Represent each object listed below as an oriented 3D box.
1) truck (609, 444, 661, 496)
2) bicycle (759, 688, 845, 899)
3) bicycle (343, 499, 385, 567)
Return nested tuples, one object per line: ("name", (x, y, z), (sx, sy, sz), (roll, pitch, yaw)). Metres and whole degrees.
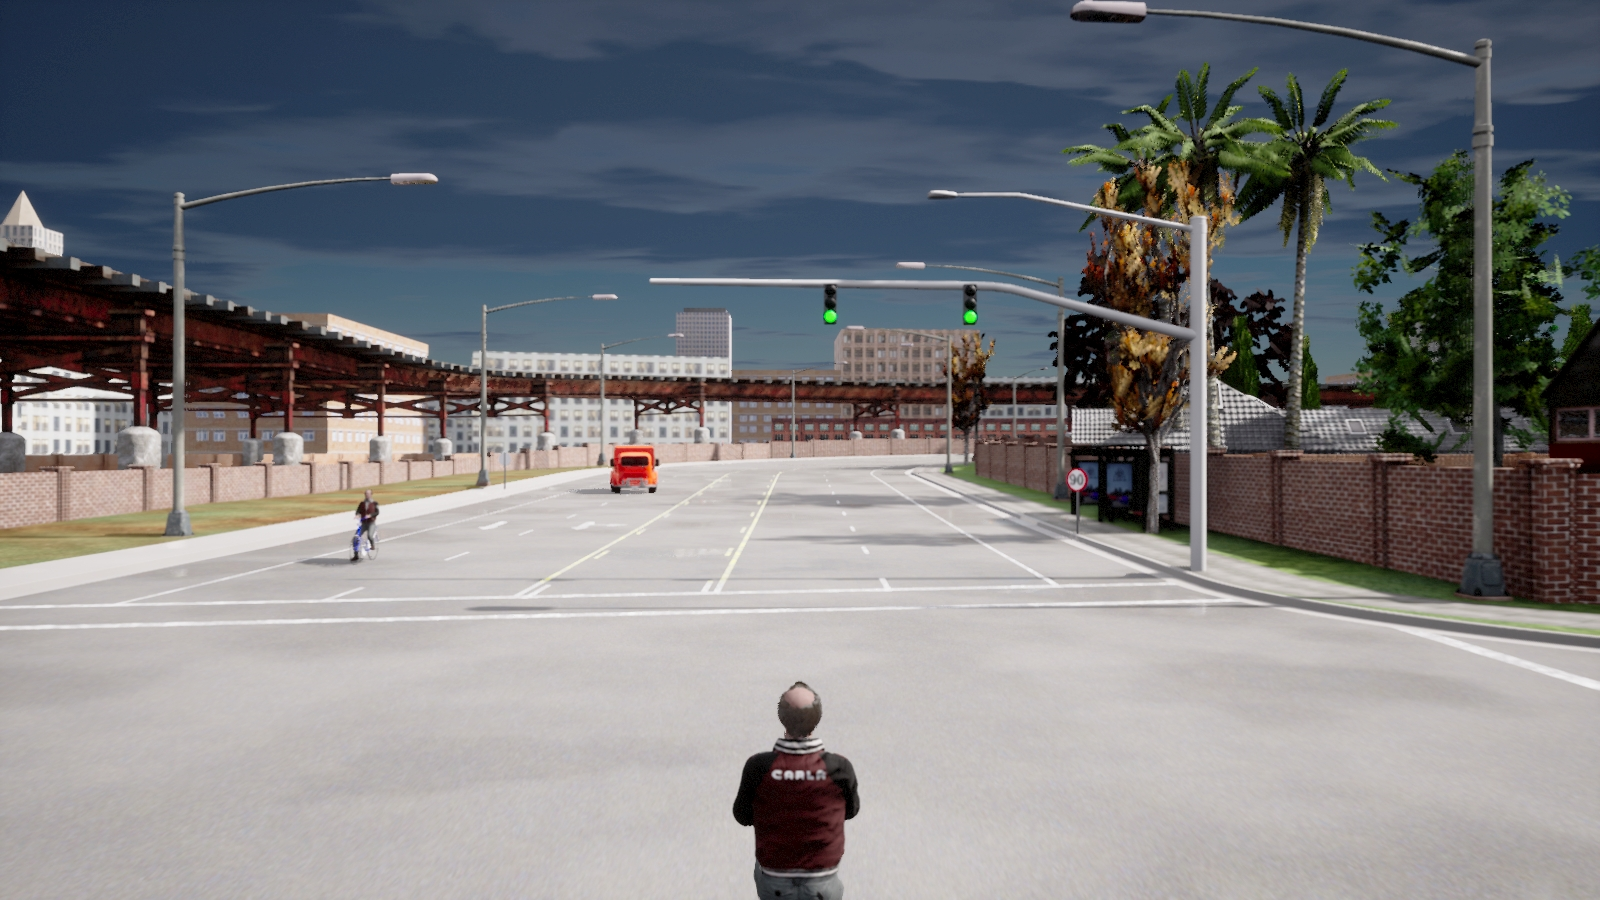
("truck", (-8.828, 1.000, 60.855), (2.627, 2.467, 5.204), (0, 2, -9))
("bicycle", (0.012, 2.045, 5.304), (0.329, 1.496, 1.835), (0, 0, 0))
("bicycle", (-10.483, 1.973, 27.529), (0.329, 1.496, 1.835), (0, 0, 0))
